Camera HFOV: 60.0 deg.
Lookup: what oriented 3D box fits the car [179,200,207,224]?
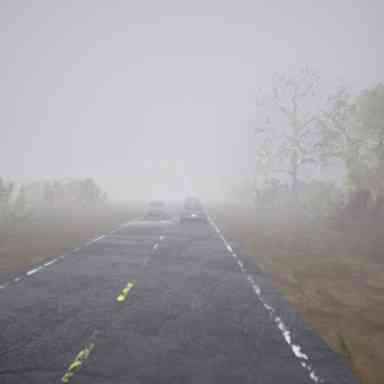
[{"bbox_3d":[0.099,1.569,24.648,1.994,1.385,4.181,0,0,0],"label":"car"}]

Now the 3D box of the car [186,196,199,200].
[{"bbox_3d":[0.048,1.361,42.168,2.097,1.767,4.553,0,0,-1],"label":"car"}]

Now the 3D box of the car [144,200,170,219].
[{"bbox_3d":[-3.008,1.518,28.951,1.837,1.490,4.892,0,0,0],"label":"car"}]
